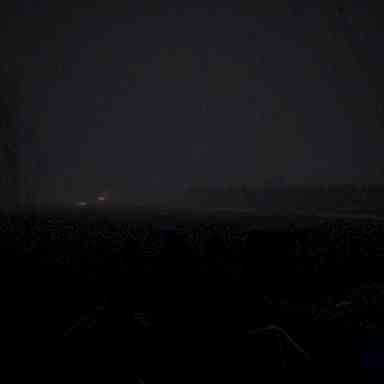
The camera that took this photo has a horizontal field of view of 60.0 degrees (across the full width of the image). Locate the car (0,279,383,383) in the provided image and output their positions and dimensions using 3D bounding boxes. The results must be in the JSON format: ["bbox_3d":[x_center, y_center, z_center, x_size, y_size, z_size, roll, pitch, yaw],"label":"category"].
[{"bbox_3d":[-0.312,1.614,2.847,4.718,1.301,1.895,1,0,-35],"label":"car"}]
